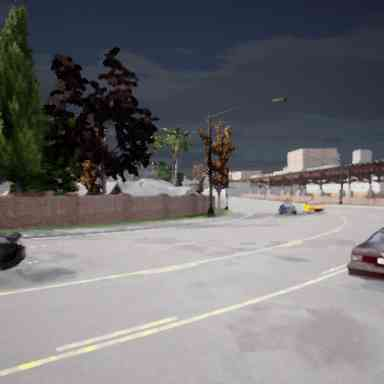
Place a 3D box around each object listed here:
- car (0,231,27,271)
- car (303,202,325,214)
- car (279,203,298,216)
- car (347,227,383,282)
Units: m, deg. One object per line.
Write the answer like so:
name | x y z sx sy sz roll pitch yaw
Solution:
car | -6.693 1.533 7.982 4.902 1.511 2.128 0 0 -36
car | 15.544 1.976 42.474 1.882 1.535 5.008 -1 -1 8
car | 11.458 2.017 39.749 1.812 1.442 4.674 -1 -1 12
car | 6.111 1.621 9.204 5.357 1.411 2.033 1 -1 -44
